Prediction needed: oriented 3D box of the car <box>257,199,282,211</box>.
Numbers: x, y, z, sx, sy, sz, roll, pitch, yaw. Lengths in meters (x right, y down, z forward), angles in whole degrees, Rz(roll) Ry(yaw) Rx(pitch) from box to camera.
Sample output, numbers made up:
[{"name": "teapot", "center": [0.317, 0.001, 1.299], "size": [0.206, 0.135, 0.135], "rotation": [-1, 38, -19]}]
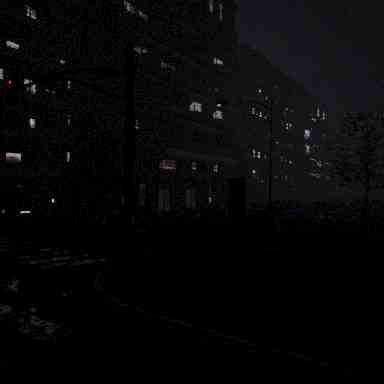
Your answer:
[{"name": "car", "center": [10.771, 1.743, 45.957], "size": [1.967, 1.590, 4.097], "rotation": [1, 0, 36]}]

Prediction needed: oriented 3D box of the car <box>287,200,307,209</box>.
[{"name": "car", "center": [17.343, 1.975, 54.860], "size": [1.802, 1.307, 4.206], "rotation": [1, 0, 36]}]

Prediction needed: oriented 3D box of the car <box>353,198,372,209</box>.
[{"name": "car", "center": [27.368, 1.891, 54.328], "size": [2.192, 1.841, 5.009], "rotation": [1, 0, 36]}]

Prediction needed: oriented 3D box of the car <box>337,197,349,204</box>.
[{"name": "car", "center": [37.064, 2.094, 81.569], "size": [1.967, 1.590, 4.097], "rotation": [1, 0, 36]}]

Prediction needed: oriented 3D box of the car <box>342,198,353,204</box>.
[{"name": "car", "center": [40.249, 2.221, 85.883], "size": [1.752, 1.417, 4.829], "rotation": [1, 0, 36]}]

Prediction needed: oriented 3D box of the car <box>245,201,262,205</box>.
[{"name": "car", "center": [7.483, 1.840, 41.505], "size": [1.802, 1.307, 4.206], "rotation": [1, 0, 36]}]

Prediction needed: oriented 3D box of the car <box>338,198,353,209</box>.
[{"name": "car", "center": [24.071, 2.064, 54.235], "size": [2.033, 1.411, 5.357], "rotation": [1, 0, 37]}]

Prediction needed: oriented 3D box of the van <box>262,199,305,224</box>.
[{"name": "van", "center": [7.648, 1.648, 27.618], "size": [1.690, 1.788, 3.998], "rotation": [1, 0, 36]}]

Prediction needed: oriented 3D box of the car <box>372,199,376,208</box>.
[{"name": "car", "center": [30.652, 2.202, 58.778], "size": [1.802, 1.307, 4.206], "rotation": [1, 0, 36]}]

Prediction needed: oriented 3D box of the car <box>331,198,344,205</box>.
[{"name": "car", "center": [33.776, 2.177, 77.117], "size": [1.947, 1.339, 4.313], "rotation": [1, 0, 36]}]

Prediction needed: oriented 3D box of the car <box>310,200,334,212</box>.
[{"name": "car", "center": [18.097, 1.914, 46.121], "size": [1.882, 1.535, 5.008], "rotation": [1, 0, 36]}]

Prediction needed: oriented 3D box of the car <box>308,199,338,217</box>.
[{"name": "car", "center": [14.221, 1.838, 36.522], "size": [1.967, 1.590, 4.097], "rotation": [1, 0, 36]}]

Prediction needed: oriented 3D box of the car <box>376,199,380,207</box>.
[{"name": "car", "center": [33.940, 2.104, 63.230], "size": [1.967, 1.590, 4.097], "rotation": [1, 0, 36]}]

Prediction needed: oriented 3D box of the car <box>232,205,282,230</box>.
[{"name": "car", "center": [4.359, 1.827, 23.167], "size": [1.947, 1.339, 4.313], "rotation": [1, 0, 36]}]

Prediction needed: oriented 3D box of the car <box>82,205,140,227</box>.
[{"name": "car", "center": [-5.664, 1.626, 23.699], "size": [2.008, 1.369, 4.403], "rotation": [1, 0, 36]}]

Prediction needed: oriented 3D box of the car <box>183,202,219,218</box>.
[{"name": "car", "center": [0.910, 1.712, 32.602], "size": [1.887, 1.381, 4.507], "rotation": [1, 0, 36]}]

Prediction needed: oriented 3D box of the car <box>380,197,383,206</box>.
[{"name": "car", "center": [37.226, 2.252, 67.681], "size": [1.887, 1.381, 4.507], "rotation": [1, 0, 36]}]

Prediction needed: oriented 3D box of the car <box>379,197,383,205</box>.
[{"name": "car", "center": [47.089, 2.151, 81.036], "size": [2.192, 1.841, 5.009], "rotation": [1, 0, 36]}]
